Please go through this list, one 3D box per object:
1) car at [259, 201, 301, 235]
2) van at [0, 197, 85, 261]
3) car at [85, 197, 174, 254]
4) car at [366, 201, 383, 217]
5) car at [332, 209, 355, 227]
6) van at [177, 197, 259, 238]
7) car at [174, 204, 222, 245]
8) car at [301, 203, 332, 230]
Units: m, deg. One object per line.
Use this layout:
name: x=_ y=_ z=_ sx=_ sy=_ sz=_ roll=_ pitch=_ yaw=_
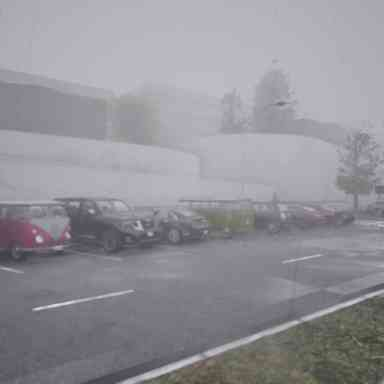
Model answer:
car: x=3.479 y=1.350 z=19.039 sx=4.553 sy=1.767 sz=2.185 roll=-1 pitch=0 yaw=34
van: x=-6.164 y=1.266 z=12.071 sx=4.442 sy=1.987 sz=1.878 roll=-1 pitch=-1 yaw=35
car: x=-3.808 y=1.237 z=13.853 sx=5.566 sy=2.045 sz=2.435 roll=-1 pitch=-1 yaw=35
car: x=18.133 y=1.478 z=29.485 sx=4.792 sy=1.488 sz=2.163 roll=-1 pitch=-1 yaw=34
car: x=8.356 y=1.496 z=22.517 sx=4.792 sy=1.488 sz=2.163 roll=-1 pitch=-1 yaw=34
van: x=0.926 y=1.256 z=17.390 sx=4.442 sy=1.987 sz=1.878 roll=-1 pitch=0 yaw=35
car: x=-1.399 y=1.485 z=15.589 sx=4.892 sy=1.521 sz=2.231 roll=-1 pitch=0 yaw=34
car: x=5.886 y=1.511 z=20.783 sx=4.674 sy=1.452 sz=2.002 roll=-1 pitch=0 yaw=35
